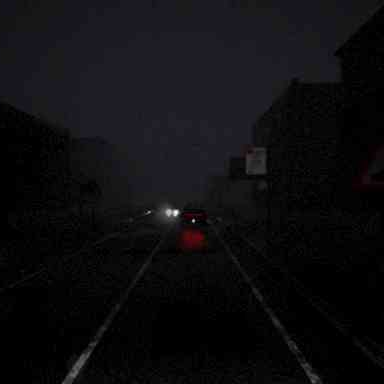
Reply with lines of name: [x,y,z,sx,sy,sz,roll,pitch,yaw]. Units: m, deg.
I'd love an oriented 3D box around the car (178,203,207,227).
car: [0.102,1.782,25.364,1.837,1.490,4.892,0,-1,0]

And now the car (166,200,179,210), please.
car: [-3.064,2.018,53.606,2.128,1.511,4.902,0,0,0]

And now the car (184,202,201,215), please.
car: [0.107,1.997,41.523,1.994,1.385,4.181,0,-1,0]
